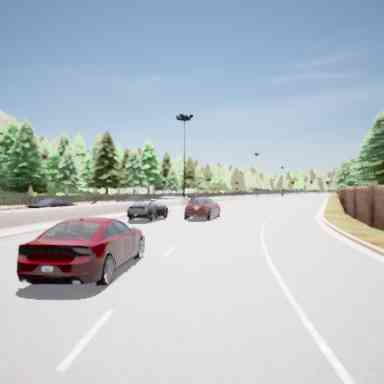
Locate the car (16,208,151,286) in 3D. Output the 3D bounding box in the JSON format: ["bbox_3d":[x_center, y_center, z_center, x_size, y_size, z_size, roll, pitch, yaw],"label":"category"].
[{"bbox_3d":[-2.729,1.430,9.334,1.882,1.535,5.008,0,0,6],"label":"car"}]

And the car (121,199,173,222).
[{"bbox_3d":[-3.205,1.377,25.093,2.128,1.511,4.902,0,0,15],"label":"car"}]

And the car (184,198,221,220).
[{"bbox_3d":[0.946,1.242,26.740,2.097,1.767,4.553,0,0,17],"label":"car"}]

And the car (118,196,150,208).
[{"bbox_3d":[-7.621,1.298,44.450,1.837,1.490,4.892,0,0,23],"label":"car"}]

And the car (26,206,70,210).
[{"bbox_3d":[-14.902,1.357,35.329,2.033,1.411,5.357,0,0,19],"label":"car"}]

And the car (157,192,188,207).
[{"bbox_3d":[-2.712,1.019,47.126,2.150,2.045,5.566,0,0,23],"label":"car"}]
